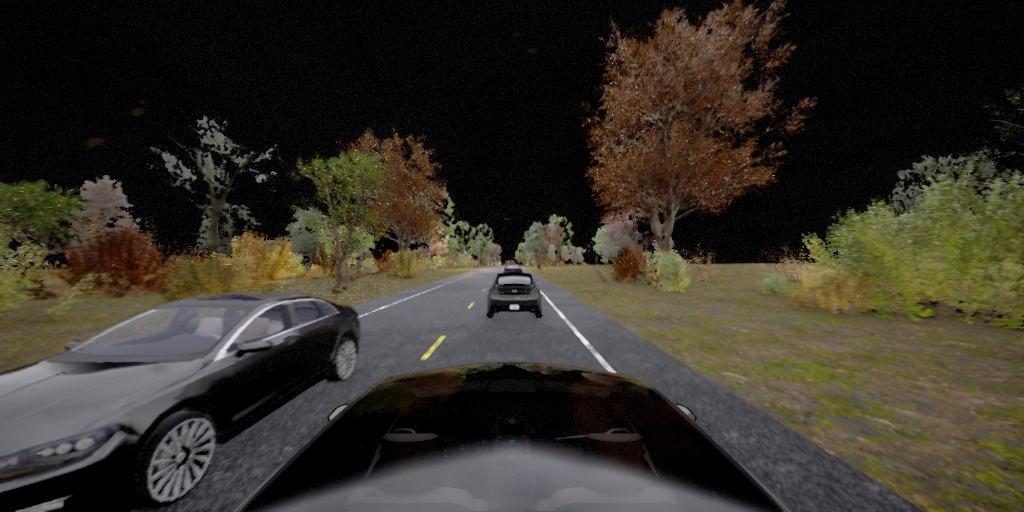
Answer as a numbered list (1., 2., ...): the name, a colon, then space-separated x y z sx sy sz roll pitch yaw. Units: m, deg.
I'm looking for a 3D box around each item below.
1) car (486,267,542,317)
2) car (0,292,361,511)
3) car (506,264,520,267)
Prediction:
1. car: 0.086 1.355 13.627 1.837 1.490 4.892 0 0 0
2. car: -3.583 1.263 4.424 2.128 1.511 4.902 0 0 0
3. car: 0.090 1.548 36.443 1.882 1.535 5.008 0 0 0
